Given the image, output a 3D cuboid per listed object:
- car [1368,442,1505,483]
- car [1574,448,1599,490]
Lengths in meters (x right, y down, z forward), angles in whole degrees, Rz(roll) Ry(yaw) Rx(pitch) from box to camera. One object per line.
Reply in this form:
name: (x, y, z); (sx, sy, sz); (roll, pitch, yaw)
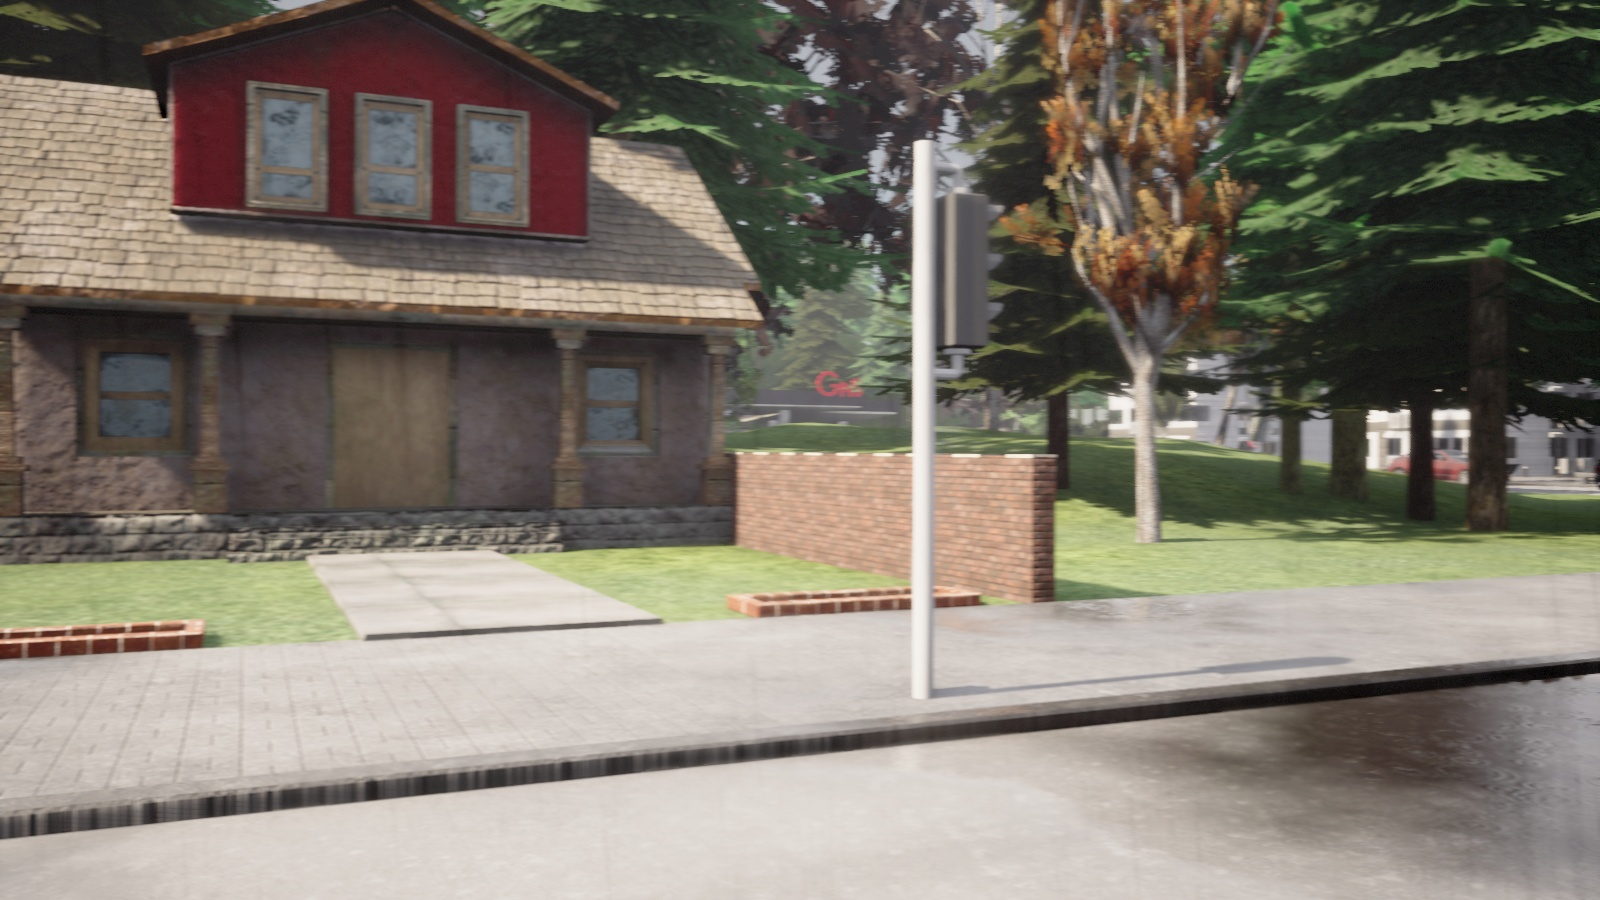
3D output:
car: (27.318, 0.515, 54.092); (2.152, 1.651, 5.027); (0, 0, -24)
car: (30.867, 0.710, 46.180); (1.789, 1.549, 3.705); (0, 0, -24)
